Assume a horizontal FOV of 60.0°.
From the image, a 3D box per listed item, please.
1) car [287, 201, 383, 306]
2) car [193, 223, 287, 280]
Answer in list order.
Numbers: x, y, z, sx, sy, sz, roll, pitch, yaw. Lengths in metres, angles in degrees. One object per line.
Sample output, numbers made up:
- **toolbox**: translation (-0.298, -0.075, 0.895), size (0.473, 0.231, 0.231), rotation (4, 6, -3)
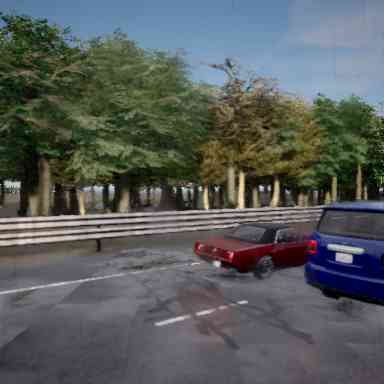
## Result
- **car**: translation (4.815, 1.214, 7.177), size (5.566, 2.045, 2.150), rotation (0, 0, -34)
- **car**: translation (2.471, 1.571, 9.877), size (4.718, 1.301, 1.895), rotation (0, 1, -34)
